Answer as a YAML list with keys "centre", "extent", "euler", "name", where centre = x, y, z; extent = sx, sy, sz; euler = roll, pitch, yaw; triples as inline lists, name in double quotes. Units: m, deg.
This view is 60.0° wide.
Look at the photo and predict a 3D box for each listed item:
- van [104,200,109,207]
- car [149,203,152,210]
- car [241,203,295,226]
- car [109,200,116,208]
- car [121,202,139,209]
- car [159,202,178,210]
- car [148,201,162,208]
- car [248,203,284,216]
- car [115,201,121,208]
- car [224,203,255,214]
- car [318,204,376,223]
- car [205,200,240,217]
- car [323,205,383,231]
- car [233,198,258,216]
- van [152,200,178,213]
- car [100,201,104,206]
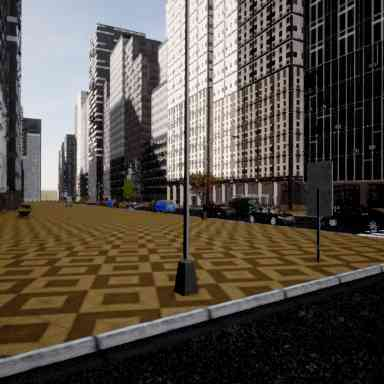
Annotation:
- centre: [-18.362, 2.635, 76.571]
  extent: [1.690, 1.788, 3.998]
  euler: [-1, -1, -26]
  name: "van"
- centre: [-5.824, 2.420, 56.817]
  extent: [2.033, 1.411, 5.357]
  euler: [0, -1, -26]
  name: "car"
- centre: [6.092, 1.814, 25.919]
  extent: [2.008, 1.369, 4.403]
  euler: [-1, -1, -26]
  name: "car"
- centre: [-15.914, 2.731, 71.505]
  extent: [1.887, 1.381, 4.507]
  euler: [-1, -1, -26]
  name: "car"
- centre: [-11.024, 2.525, 61.374]
  extent: [2.008, 1.369, 4.403]
  euler: [-1, -1, -26]
  name: "car"
- centre: [-4.391, 2.542, 60.943]
  extent: [1.895, 1.301, 4.718]
  euler: [0, -1, -26]
  name: "car"
- centre: [-8.366, 2.809, 75.147]
  extent: [1.802, 1.307, 4.206]
  euler: [-1, -1, -26]
  name: "car"
- centre: [8.748, 2.068, 39.692]
  extent: [1.947, 1.339, 4.313]
  euler: [-1, -1, -26]
  name: "car"
- centre: [-13.396, 2.602, 66.287]
  extent: [1.752, 1.417, 4.829]
  euler: [-1, -1, -26]
  name: "car"
- centre: [6.303, 2.168, 44.757]
  extent: [1.947, 1.339, 4.313]
  euler: [-1, -1, -26]
  name: "car"
- centre: [13.638, 1.854, 29.562]
  extent: [2.008, 1.369, 4.403]
  euler: [-1, -1, -26]
  name: "car"
- centre: [3.095, 1.997, 38.117]
  extent: [1.837, 1.490, 4.892]
  euler: [0, -1, -26]
  name: "car"
- centre: [11.138, 1.681, 22.048]
  extent: [1.837, 1.490, 4.892]
  euler: [0, -1, -30]
  name: "car"
- centre: [5.839, 1.735, 39.798]
  extent: [2.150, 2.045, 5.566]
  euler: [0, -1, -26]
  name: "car"
- centre: [-3.693, 2.005, 46.183]
  extent: [1.690, 1.788, 3.998]
  euler: [-1, -1, -26]
  name: "van"
- centre: [-23.248, 3.053, 86.698]
  extent: [1.887, 1.381, 4.507]
  euler: [-1, -1, -26]
  name: "car"
